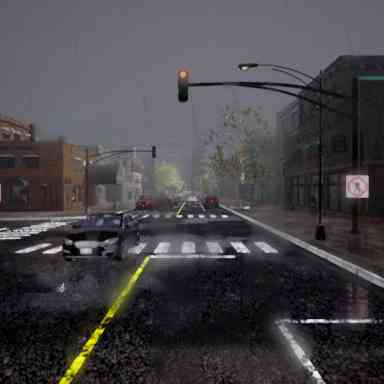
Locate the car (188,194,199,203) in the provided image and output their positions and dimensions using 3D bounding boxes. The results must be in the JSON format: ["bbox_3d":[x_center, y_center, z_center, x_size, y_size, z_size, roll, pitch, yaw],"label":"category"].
[{"bbox_3d":[0.128,1.490,69.073,1.812,1.442,4.674,0,0,0],"label":"car"}]

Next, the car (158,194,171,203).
[{"bbox_3d":[-5.664,1.280,69.068,2.192,1.841,5.009,-1,0,0],"label":"car"}]

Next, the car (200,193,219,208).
[{"bbox_3d":[2.707,1.292,46.889,2.192,1.841,5.009,-1,0,0],"label":"car"}]

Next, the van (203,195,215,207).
[{"bbox_3d":[2.709,1.315,52.433,1.690,1.788,3.998,-1,0,0],"label":"van"}]

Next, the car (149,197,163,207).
[{"bbox_3d":[-5.669,1.556,52.437,1.802,1.307,4.206,-1,0,0],"label":"car"}]

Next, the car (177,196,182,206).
[{"bbox_3d":[-3.065,1.574,53.379,1.895,1.301,4.718,0,0,1],"label":"car"}]

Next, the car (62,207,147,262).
[{"bbox_3d":[-3.105,1.505,12.191,2.128,1.511,4.902,0,-1,0],"label":"car"}]

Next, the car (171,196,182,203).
[{"bbox_3d":[-2.999,1.525,66.586,1.994,1.385,4.181,0,0,1],"label":"car"}]

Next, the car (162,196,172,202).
[{"bbox_3d":[-5.659,1.527,74.612,1.947,1.339,4.313,-1,0,0],"label":"car"}]

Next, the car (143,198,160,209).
[{"bbox_3d":[-5.672,1.521,46.892,1.887,1.381,4.507,-1,0,0],"label":"car"}]

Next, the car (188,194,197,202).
[{"bbox_3d":[0.035,1.314,79.211,2.097,1.767,4.553,0,0,0],"label":"car"}]

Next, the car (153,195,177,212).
[{"bbox_3d":[-3.081,1.459,38.974,1.882,1.535,5.008,0,0,0],"label":"car"}]

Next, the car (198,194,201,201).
[{"bbox_3d":[2.716,1.518,63.521,2.008,1.369,4.403,-1,0,0],"label":"car"}]

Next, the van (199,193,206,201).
[{"bbox_3d":[2.724,1.296,85.697,1.690,1.788,3.998,-1,0,0],"label":"van"}]

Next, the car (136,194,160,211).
[{"bbox_3d":[-5.676,1.295,41.348,2.192,1.841,5.009,-1,0,0],"label":"car"}]

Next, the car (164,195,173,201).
[{"bbox_3d":[-5.657,1.503,80.156,1.887,1.381,4.507,-1,0,0],"label":"car"}]
